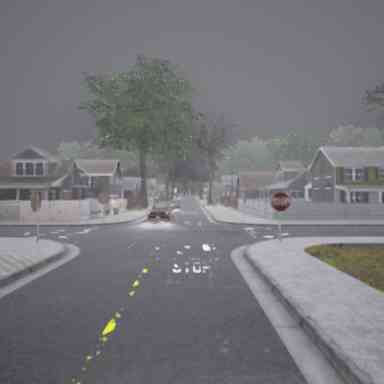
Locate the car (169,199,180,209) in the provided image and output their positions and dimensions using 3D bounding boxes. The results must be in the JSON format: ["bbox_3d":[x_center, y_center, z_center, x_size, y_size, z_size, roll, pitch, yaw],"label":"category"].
[{"bbox_3d":[-2.724,1.737,49.623,2.128,1.511,4.902,0,0,0],"label":"car"}]

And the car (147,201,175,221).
[{"bbox_3d":[-2.735,1.751,28.894,1.895,1.301,4.718,0,0,0],"label":"car"}]
